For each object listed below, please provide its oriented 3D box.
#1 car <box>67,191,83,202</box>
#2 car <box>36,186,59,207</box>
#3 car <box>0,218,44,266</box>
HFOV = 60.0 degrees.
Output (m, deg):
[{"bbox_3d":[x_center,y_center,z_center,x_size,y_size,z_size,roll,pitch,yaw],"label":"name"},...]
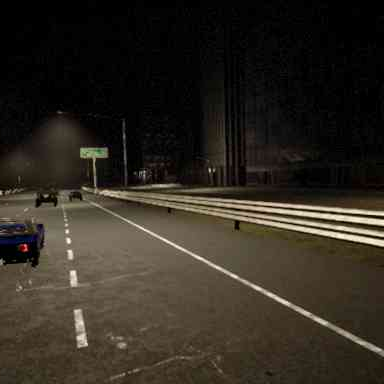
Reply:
[{"bbox_3d":[-17.484,0.597,49.822,1.837,1.490,4.892,-2,2,-22],"label":"car"},{"bbox_3d":[-17.410,0.608,39.854,2.150,2.045,5.566,-2,2,-22],"label":"car"},{"bbox_3d":[-5.729,1.468,10.453,1.895,1.301,4.718,-2,2,-21],"label":"car"}]
